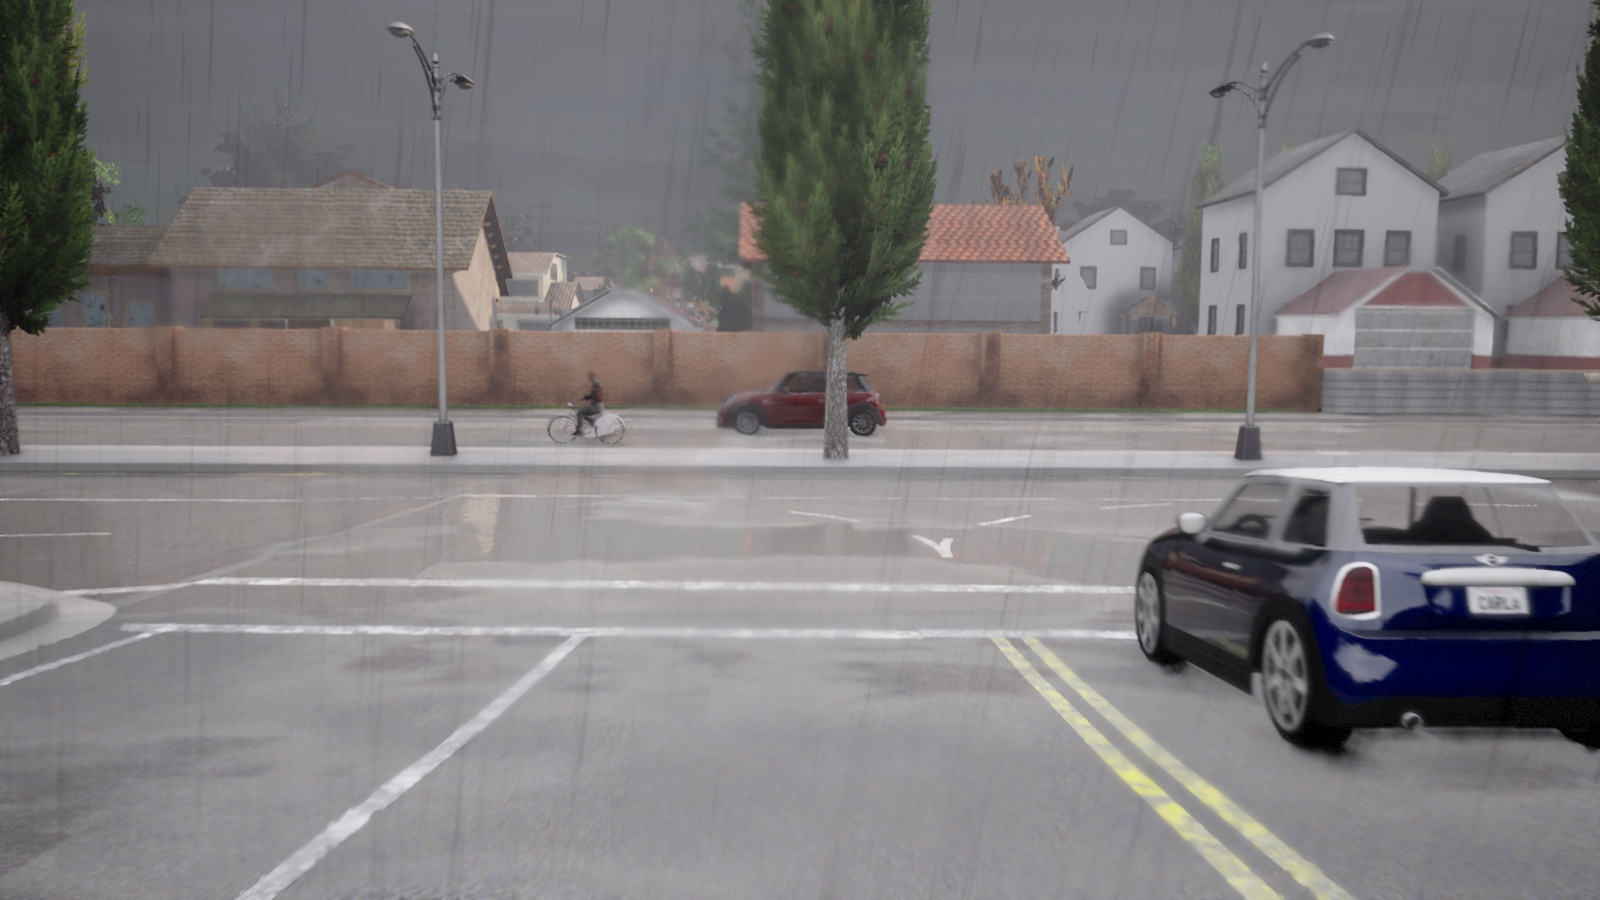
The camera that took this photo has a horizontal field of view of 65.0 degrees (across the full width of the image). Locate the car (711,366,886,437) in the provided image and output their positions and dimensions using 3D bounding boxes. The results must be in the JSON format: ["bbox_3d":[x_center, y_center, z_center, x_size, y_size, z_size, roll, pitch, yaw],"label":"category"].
[{"bbox_3d":[-0.057,-1.342,33.749,4.553,1.767,2.097,0,6,-1],"label":"car"}]

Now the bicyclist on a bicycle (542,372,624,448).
[{"bbox_3d":[-5.190,-0.964,30.155,1.843,1.776,0.659,0,6,-1],"label":"bicyclist on a bicycle"}]

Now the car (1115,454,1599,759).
[{"bbox_3d":[3.492,0.775,8.063,1.970,1.475,3.806,0,0,0],"label":"car"}]
